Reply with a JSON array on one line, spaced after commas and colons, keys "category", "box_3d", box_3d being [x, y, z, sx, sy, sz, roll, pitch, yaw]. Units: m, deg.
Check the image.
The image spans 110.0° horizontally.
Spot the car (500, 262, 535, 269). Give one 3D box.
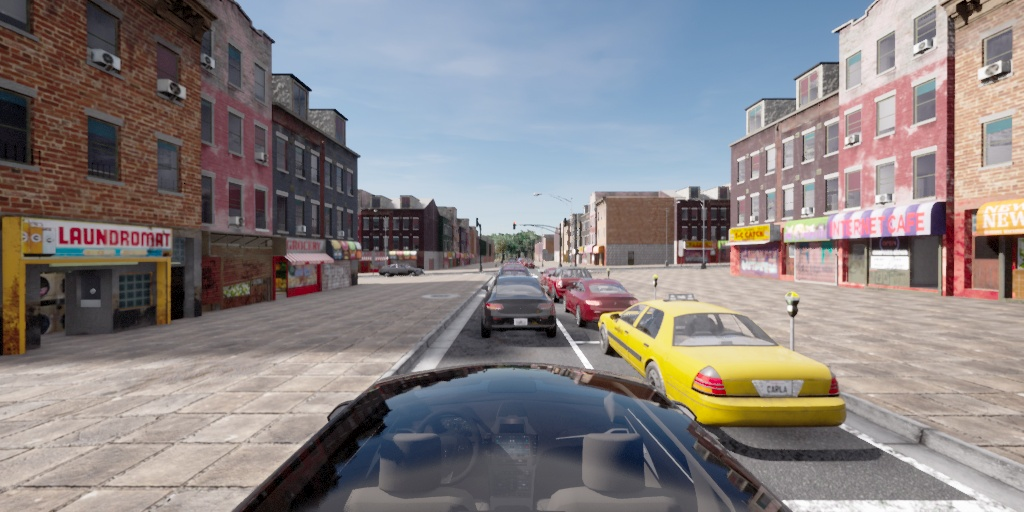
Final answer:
[{"category": "car", "box_3d": [0.112, 1.244, 17.504, 2.128, 1.511, 4.902, 0, 0, 0]}]

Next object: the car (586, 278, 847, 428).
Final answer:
[{"category": "car", "box_3d": [2.643, 1.274, 5.867, 1.751, 1.417, 4.829, 0, 0, 0]}]

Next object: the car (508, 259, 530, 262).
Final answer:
[{"category": "car", "box_3d": [0.103, 1.242, 27.064, 1.882, 1.535, 5.008, 0, 0, 0]}]

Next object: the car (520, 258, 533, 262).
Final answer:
[{"category": "car", "box_3d": [2.725, 1.303, 59.437, 1.967, 1.591, 4.097, 0, 0, 0]}]

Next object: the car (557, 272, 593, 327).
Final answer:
[{"category": "car", "box_3d": [2.651, 1.332, 11.164, 1.802, 1.307, 4.207, 0, 0, 0]}]

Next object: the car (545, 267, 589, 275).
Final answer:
[{"category": "car", "box_3d": [2.659, 1.192, 16.630, 1.967, 1.591, 4.097, 0, 0, 0]}]

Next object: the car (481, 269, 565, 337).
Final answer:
[{"category": "car", "box_3d": [0.117, 1.275, 10.149, 1.812, 1.442, 4.674, 0, 0, -2]}]

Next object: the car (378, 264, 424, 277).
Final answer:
[{"category": "car", "box_3d": [-12.210, 1.615, 39.632, 4.902, 1.511, 2.128, -2, 0, 0]}]
